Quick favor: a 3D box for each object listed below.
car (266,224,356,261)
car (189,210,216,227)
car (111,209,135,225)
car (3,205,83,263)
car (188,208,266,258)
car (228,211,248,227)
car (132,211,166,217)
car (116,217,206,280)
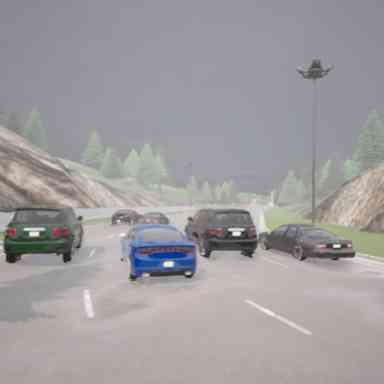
[{"bbox_3d":[4.791,2.142,14.900,2.033,1.411,5.357,2,-2,-14],"label":"car"},{"bbox_3d":[1.135,2.609,33.505,2.128,1.511,4.902,1,-2,9],"label":"car"},{"bbox_3d":[-6.271,2.431,32.408,1.837,1.490,4.892,0,-2,9],"label":"car"},{"bbox_3d":[-5.796,1.550,13.567,2.150,2.045,5.566,1,-2,-13],"label":"car"},{"bbox_3d":[1.133,1.760,15.484,2.150,2.045,5.566,1,-2,-13],"label":"car"},{"bbox_3d":[4.913,2.774,35.080,1.812,1.442,4.674,1,-2,10],"label":"car"},{"bbox_3d":[-3.146,2.396,27.949,2.033,1.411,5.357,1,-2,5],"label":"car"},{"bbox_3d":[-1.338,1.824,11.229,1.882,1.535,5.008,2,-2,-17],"label":"car"}]
